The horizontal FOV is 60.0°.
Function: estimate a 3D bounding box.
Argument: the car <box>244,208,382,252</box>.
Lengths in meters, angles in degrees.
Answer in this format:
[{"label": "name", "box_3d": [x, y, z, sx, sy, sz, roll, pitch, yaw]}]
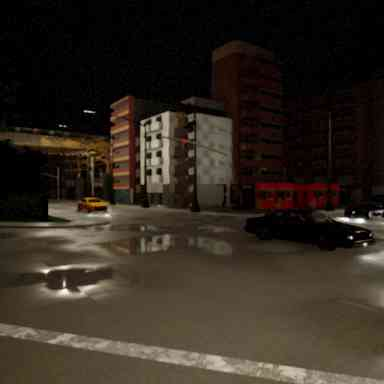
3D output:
[{"label": "car", "box_3d": [4.585, 1.473, 13.960, 2.033, 1.411, 5.357, 0, 0, -36]}]

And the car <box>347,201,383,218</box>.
[{"label": "car", "box_3d": [14.629, 1.468, 27.997, 4.181, 1.385, 1.994, 0, 0, -37]}]

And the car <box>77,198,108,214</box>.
[{"label": "car", "box_3d": [-10.329, 1.360, 34.348, 1.882, 1.535, 5.008, 0, 0, -36]}]
